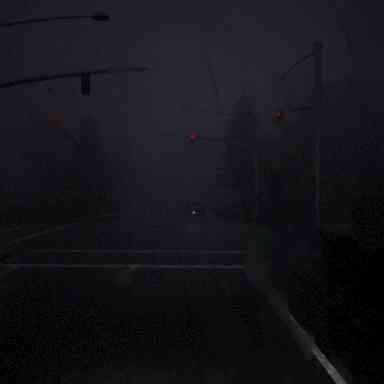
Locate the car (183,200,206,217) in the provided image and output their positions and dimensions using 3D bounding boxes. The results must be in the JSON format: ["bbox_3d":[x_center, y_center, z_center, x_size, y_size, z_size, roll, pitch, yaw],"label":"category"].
[{"bbox_3d":[0.199,1.504,30.840,1.837,1.490,4.892,1,0,1],"label":"car"}]
